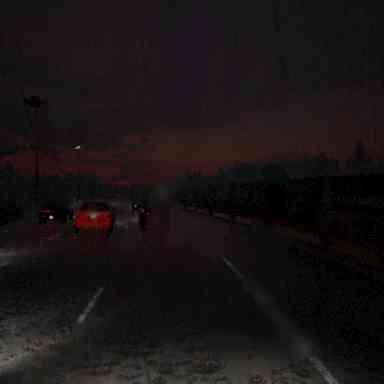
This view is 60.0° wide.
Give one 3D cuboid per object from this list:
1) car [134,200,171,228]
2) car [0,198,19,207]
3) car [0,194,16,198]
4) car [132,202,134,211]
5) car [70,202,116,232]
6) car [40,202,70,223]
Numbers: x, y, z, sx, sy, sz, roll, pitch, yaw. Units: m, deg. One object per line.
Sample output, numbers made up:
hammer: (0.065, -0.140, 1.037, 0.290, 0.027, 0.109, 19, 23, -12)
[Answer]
car: (-2.544, 1.490, 22.003, 2.128, 1.511, 4.902, 0, 0, -11)
car: (-19.803, 1.641, 35.566, 1.994, 1.385, 4.181, 0, 0, -12)
car: (-25.296, 1.327, 44.709, 2.150, 2.045, 5.566, 0, 0, -12)
car: (-6.269, 1.616, 40.160, 1.895, 1.301, 4.718, 0, 0, -12)
car: (-5.783, 1.363, 20.315, 2.097, 1.767, 4.553, 0, 0, -11)
car: (-10.438, 1.538, 25.886, 1.837, 1.490, 4.892, 0, 0, -11)
